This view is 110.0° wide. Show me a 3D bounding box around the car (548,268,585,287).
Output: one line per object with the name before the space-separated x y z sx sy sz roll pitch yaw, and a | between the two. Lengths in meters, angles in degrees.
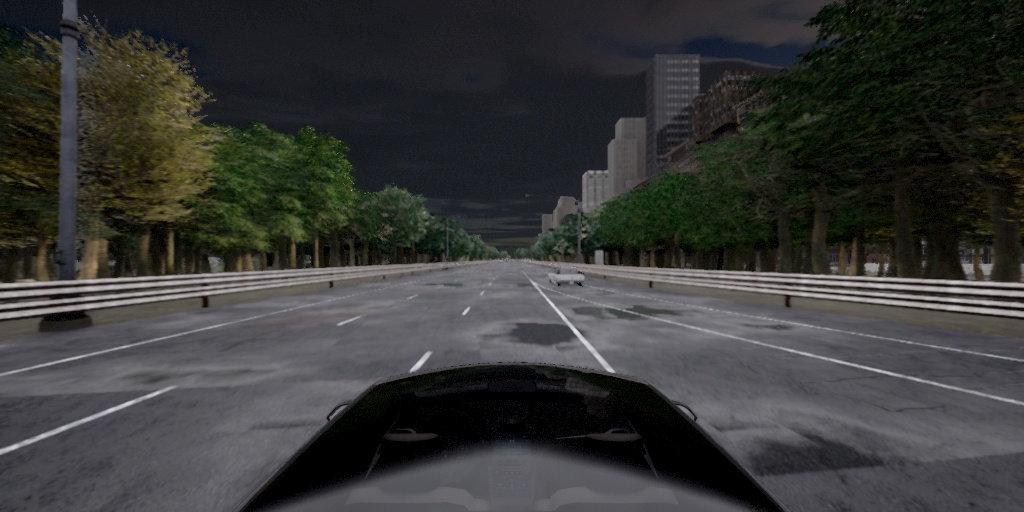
car | 3.987 1.585 27.140 1.895 1.301 4.718 0 -1 -5
